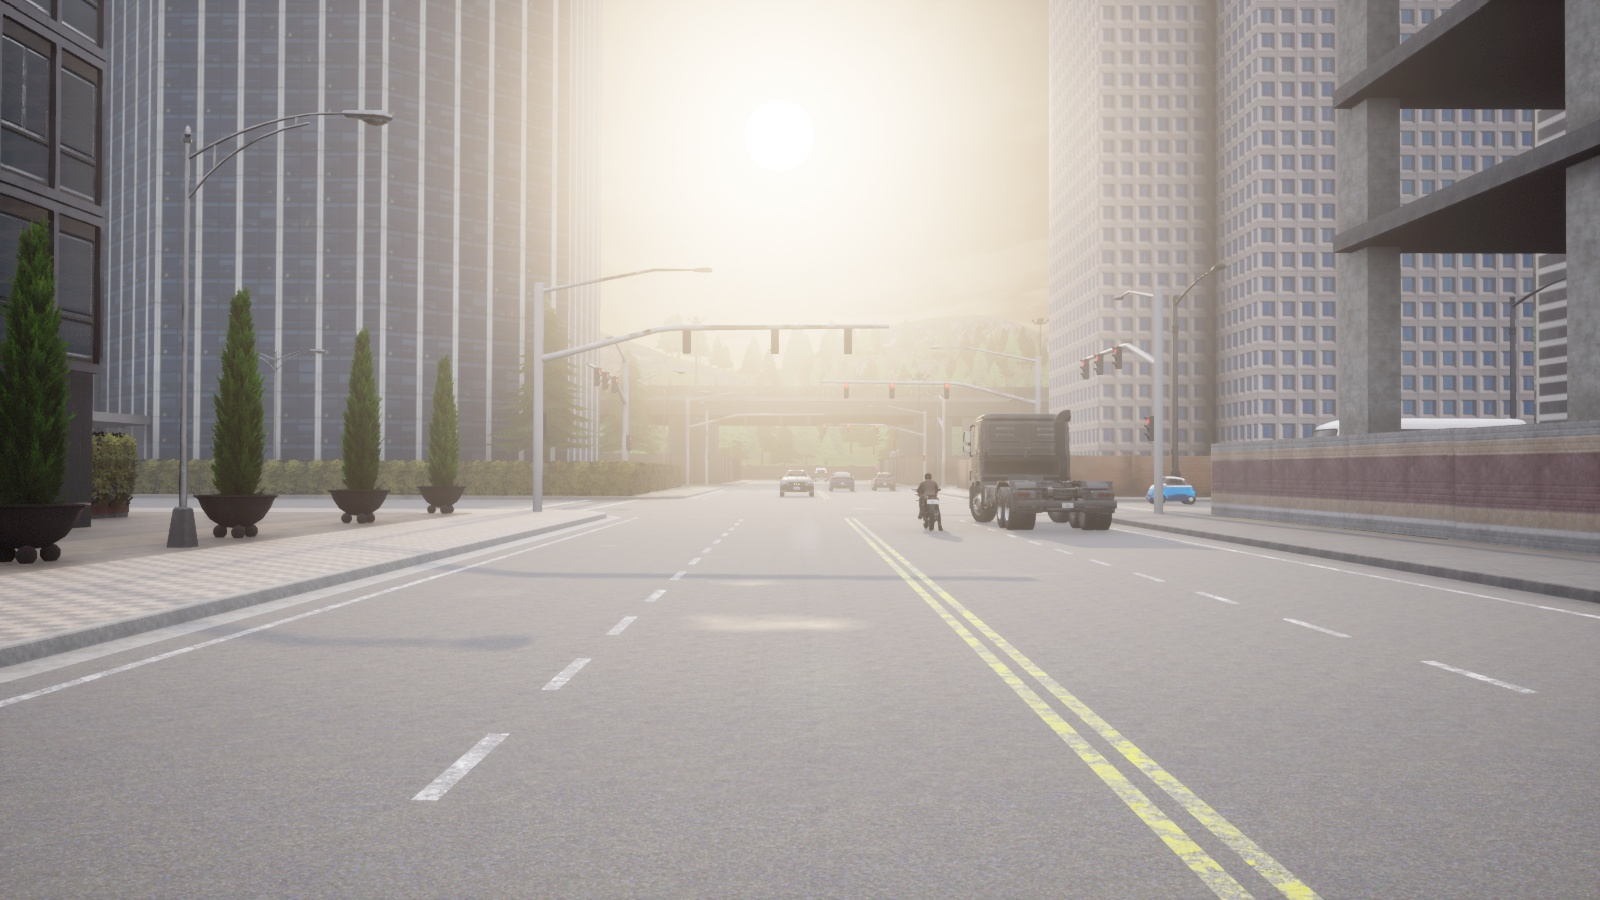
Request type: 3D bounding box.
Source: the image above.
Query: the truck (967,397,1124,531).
[{"bbox_3d":[6.892,0.416,36.473,2.891,3.462,7.936,0,-1,-1],"label":"truck"}]

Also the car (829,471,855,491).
[{"bbox_3d":[3.270,2.425,98.267,1.882,1.535,5.008,0,-1,0],"label":"car"}]

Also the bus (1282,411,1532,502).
[{"bbox_3d":[29.482,0.349,61.421,10.273,4.253,3.944,0,-1,0],"label":"bus"}]

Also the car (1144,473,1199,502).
[{"bbox_3d":[18.165,1.826,61.453,2.207,1.376,1.481,0,-1,0],"label":"car"}]

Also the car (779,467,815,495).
[{"bbox_3d":[-0.183,1.908,78.435,2.152,1.651,5.027,0,-1,0],"label":"car"}]

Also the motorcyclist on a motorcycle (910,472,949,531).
[{"bbox_3d":[3.422,1.341,33.314,0.797,1.523,2.044,0,-1,0],"label":"motorcyclist on a motorcycle"}]
